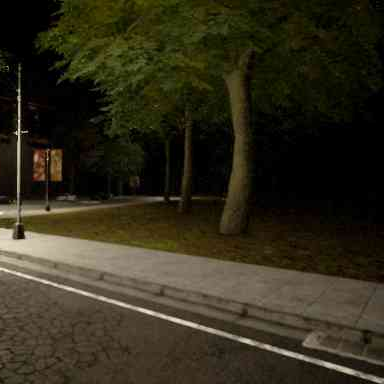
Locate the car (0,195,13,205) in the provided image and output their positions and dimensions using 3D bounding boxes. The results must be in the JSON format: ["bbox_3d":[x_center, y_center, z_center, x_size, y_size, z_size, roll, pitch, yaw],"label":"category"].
[{"bbox_3d":[-25.569,1.117,43.546,1.994,1.385,4.181,1,1,12],"label":"car"}]

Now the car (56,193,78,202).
[{"bbox_3d":[-22.154,0.995,59.118,1.812,1.442,4.674,1,0,13],"label":"car"}]

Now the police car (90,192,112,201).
[{"bbox_3d":[-17.751,0.905,63.967,1.930,1.638,5.238,1,0,12],"label":"police car"}]
